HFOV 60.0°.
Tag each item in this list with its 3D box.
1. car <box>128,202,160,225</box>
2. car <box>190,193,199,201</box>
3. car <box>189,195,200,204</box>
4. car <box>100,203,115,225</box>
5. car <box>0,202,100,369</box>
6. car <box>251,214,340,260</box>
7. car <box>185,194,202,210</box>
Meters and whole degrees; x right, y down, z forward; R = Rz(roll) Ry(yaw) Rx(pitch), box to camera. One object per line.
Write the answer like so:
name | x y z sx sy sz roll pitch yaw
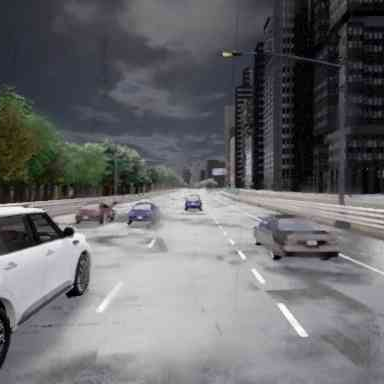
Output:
car | -3.337 1.469 23.704 1.812 1.442 4.674 0 0 0
car | 0.577 1.066 73.472 1.882 1.535 5.008 0 1 1
car | 0.441 1.249 56.202 1.812 1.442 4.674 0 0 1
car | -6.836 1.468 23.726 1.812 1.442 4.674 0 0 0
car | -3.395 1.216 5.403 2.150 2.045 5.566 0 0 0
car | 3.516 1.530 12.261 2.033 1.411 5.357 0 0 0
car | 0.177 1.351 39.826 2.163 1.488 4.792 0 0 1
